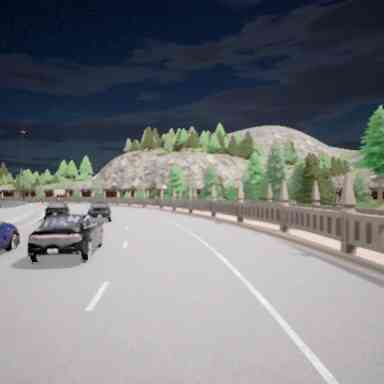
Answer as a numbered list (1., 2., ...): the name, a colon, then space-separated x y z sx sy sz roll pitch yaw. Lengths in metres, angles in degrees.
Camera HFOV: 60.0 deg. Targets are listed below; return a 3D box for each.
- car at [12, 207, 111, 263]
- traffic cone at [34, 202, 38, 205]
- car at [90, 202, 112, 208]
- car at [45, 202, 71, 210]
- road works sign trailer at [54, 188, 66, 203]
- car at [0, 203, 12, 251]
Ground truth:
1. car: -4.448 1.556 12.316 2.128 1.511 4.902 0 0 -7
2. traffic cone: -35.153 2.601 75.757 0.340 0.580 0.340 -1 0 44
3. car: -7.965 1.662 28.616 1.837 1.490 4.892 0 0 -16
4. car: -12.004 1.670 29.816 1.882 1.535 5.008 0 0 -18
5. road works sign trailer: -28.926 1.028 72.526 2.380 3.560 2.880 -1 0 -31
6. car: -7.899 1.433 11.682 2.097 1.767 4.553 0 0 -7
